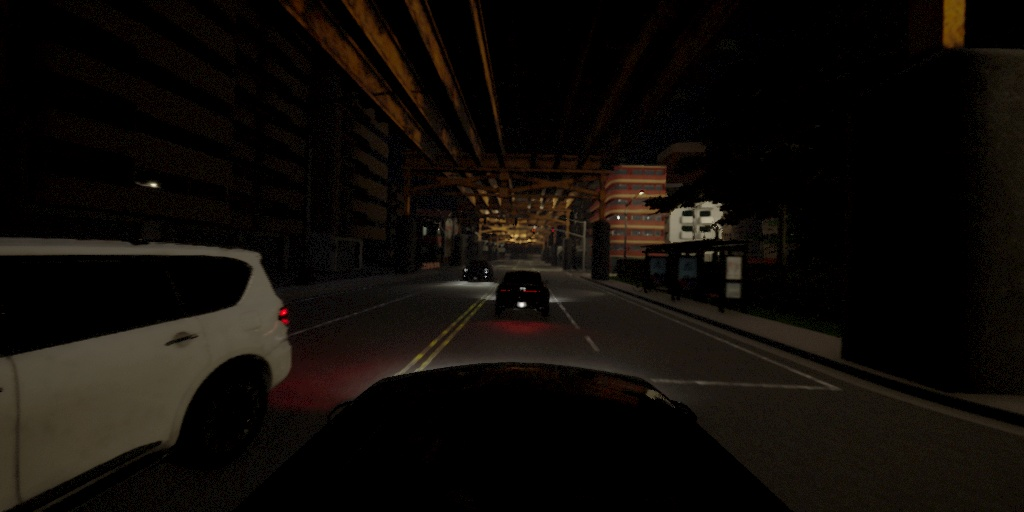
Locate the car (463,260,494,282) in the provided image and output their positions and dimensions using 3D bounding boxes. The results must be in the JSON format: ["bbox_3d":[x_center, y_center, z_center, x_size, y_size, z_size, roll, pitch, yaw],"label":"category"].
[{"bbox_3d":[-2.671,1.111,29.327,2.097,1.767,4.553,2,0,2],"label":"car"}]

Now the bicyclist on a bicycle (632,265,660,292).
[{"bbox_3d":[8.008,1.359,21.396,1.656,1.620,0.582,2,0,2],"label":"bicyclist on a bicycle"}]

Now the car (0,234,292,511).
[{"bbox_3d":[-3.677,0.860,1.853,2.150,2.045,5.566,2,0,2],"label":"car"}]

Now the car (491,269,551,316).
[{"bbox_3d":[0.422,1.307,13.830,1.837,1.490,4.892,2,0,2],"label":"car"}]
